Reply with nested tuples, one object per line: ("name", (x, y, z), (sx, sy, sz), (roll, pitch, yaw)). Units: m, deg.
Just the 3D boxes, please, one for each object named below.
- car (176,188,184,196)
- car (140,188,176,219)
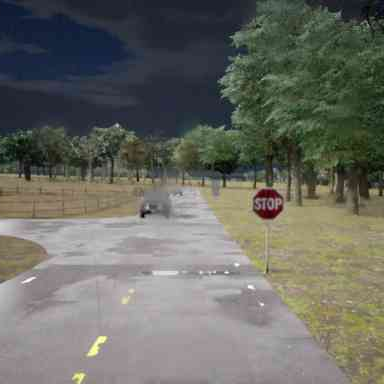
("car", (-2.754, -0.031, 65.765), (1.837, 1.490, 4.892), (0, 2, 0))
("car", (-2.752, 0.959, 26.540), (2.150, 2.045, 5.566), (0, 1, 0))
